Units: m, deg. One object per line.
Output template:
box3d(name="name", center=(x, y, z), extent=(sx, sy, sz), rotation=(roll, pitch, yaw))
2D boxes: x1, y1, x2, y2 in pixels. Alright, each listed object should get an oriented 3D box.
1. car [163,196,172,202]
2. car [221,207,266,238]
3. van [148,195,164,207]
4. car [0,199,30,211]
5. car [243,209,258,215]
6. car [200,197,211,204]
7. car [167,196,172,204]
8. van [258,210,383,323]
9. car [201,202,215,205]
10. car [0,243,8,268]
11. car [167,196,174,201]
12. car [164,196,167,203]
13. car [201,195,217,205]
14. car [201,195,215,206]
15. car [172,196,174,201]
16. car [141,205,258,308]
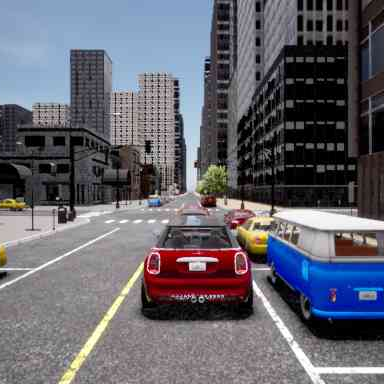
box3d(name="car", center=(-5.732, 1.668, 78.251), extent=(2.008, 1.369, 4.403), rotation=(0, 0, 0))
box3d(name="car", center=(2.678, 1.587, 18.250), extent=(1.802, 1.307, 4.206), rotation=(0, 0, 0))
box3d(name="van", center=(-5.719, 1.395, 50.632), extent=(1.690, 1.788, 3.998), rotation=(0, 0, 0))
box3d(name="car", center=(-21.428, 1.469, 38.455), extent=(4.829, 1.417, 1.752), rotation=(0, 0, 0))
box3d(name="car", center=(2.681, 1.527, 12.758), extent=(1.752, 1.417, 4.829), rotation=(0, 0, 0))
box3d(name="car", center=(2.654, 1.655, 67.211), extent=(1.947, 1.339, 4.313), rotation=(0, 0, 0))
box3d(name="car", center=(-5.727, 1.529, 67.204), extent=(1.967, 1.590, 4.097), rotation=(0, 0, 0))
box3d(name="van", center=(2.684, 1.341, 6.923), extent=(1.690, 1.788, 3.998), rotation=(0, 0, 0))
box3d(name="car", center=(0.091, 1.482, 17.271), extent=(1.882, 1.535, 5.008), rotation=(0, 0, 0))
box3d(name="car", center=(-5.696, 1.525, 6.749), extent=(1.752, 1.417, 4.829), rotation=(0, 0, 0))
box3d(name="car", center=(-5.738, 1.673, 89.129), extent=(1.752, 1.417, 4.829), rotation=(0, 0, 0))
box3d(name="car", center=(-5.721, 1.505, 56.155), extent=(1.967, 1.590, 4.097), rotation=(0, 0, 0))
box3d(name="car", center=(2.661, 1.369, 50.638), extent=(2.192, 1.841, 5.009), rotation=(0, 0, 0))
box3d(name="car", center=(2.658, 1.380, 56.162), extent=(2.192, 1.841, 5.009), rotation=(0, 0, 0))
box3d(name="car", center=(-5.729, 1.653, 72.727), extent=(2.008, 1.369, 4.403), rotation=(0, 0, 0))
box3d(name="car", center=(0.095, 1.352, 8.065), extent=(2.097, 1.767, 4.553), rotation=(0, 0, 0))
